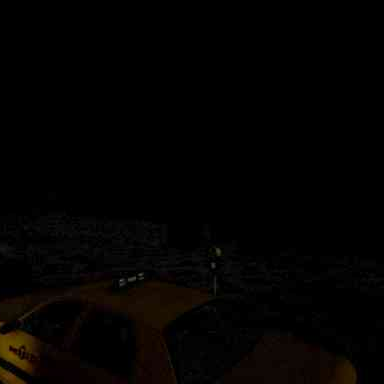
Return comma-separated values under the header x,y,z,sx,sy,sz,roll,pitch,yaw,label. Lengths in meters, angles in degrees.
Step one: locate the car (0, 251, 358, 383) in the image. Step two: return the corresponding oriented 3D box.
x,y,z,sx,sy,sz,roll,pitch,yaw,label
-0.854,1.525,3.577,4.829,1.417,1.752,0,0,36,car
